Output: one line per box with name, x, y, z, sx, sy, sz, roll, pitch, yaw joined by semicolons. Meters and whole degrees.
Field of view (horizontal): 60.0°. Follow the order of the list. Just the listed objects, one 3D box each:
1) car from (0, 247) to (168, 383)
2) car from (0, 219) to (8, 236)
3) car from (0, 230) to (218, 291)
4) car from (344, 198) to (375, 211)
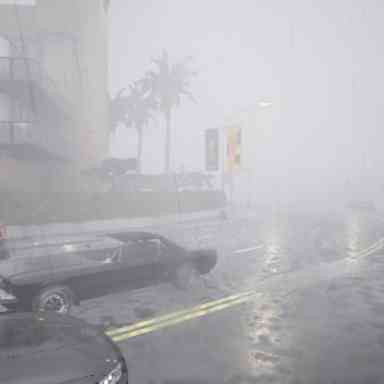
car;-2.777;1.504;1.970;4.902;1.511;2.128;0;0;-35
car;-7.281;1.248;7.543;5.566;2.045;2.150;0;0;-35
car;-1.729;1.591;7.339;4.718;1.301;1.895;-1;0;-39
car;18.490;1.335;36.896;1.994;1.385;4.181;0;0;7
